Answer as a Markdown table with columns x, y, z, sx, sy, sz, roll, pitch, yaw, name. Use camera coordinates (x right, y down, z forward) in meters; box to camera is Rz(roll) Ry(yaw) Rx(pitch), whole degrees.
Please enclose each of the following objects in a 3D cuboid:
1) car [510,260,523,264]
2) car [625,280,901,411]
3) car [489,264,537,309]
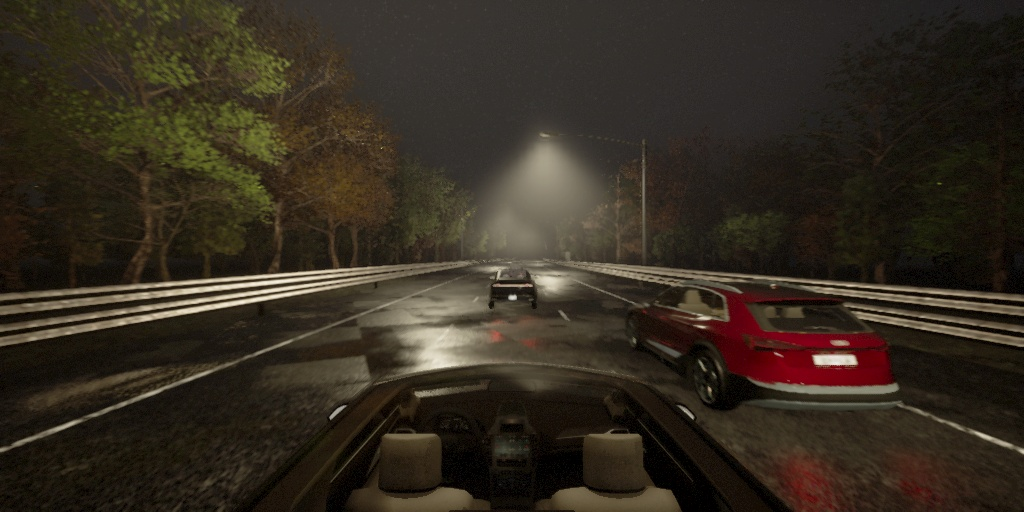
| x | y | z | sx | sy | sz | roll | pitch | yaw | name |
| --- | --- | --- | --- | --- | --- | --- | --- | --- | --- |
| 0.613 | 1.421 | 49.480 | 1.812 | 1.442 | 4.674 | 0 | 0 | 1 | car |
| 3.501 | 1.199 | 6.139 | 2.033 | 1.649 | 4.856 | 0 | 0 | 0 | car |
| 0.047 | 1.286 | 15.310 | 2.128 | 1.511 | 4.902 | 0 | 0 | 0 | car |
